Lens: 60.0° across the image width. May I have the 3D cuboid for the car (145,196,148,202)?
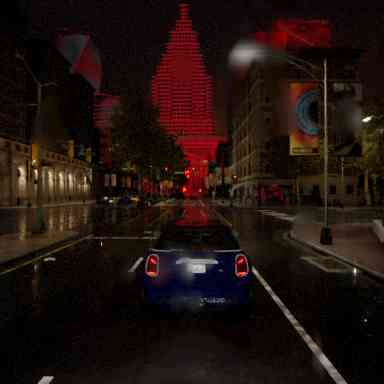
[{"bbox_3d":[-11.232,1.548,75.758,1.994,1.385,4.181,0,0,0],"label":"car"}]

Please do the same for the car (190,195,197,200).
[{"bbox_3d":[0.338,1.534,95.234,2.033,1.411,5.357,0,0,0],"label":"car"}]

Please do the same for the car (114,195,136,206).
[{"bbox_3d":[-11.383,1.522,56.738,1.812,1.442,4.674,0,0,0],"label":"car"}]

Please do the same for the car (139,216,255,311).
[{"bbox_3d":[0.102,1.352,7.902,2.097,1.767,4.553,0,0,0],"label":"car"}]

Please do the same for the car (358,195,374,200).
[{"bbox_3d":[34.687,1.477,68.621,2.231,1.521,4.892,0,0,0],"label":"car"}]

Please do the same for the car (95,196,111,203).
[{"bbox_3d":[-18.012,1.591,67.415,1.895,1.301,4.718,0,0,0],"label":"car"}]

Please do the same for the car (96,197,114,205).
[{"bbox_3d":[-14.873,1.544,57.912,2.033,1.411,5.357,0,0,0],"label":"car"}]

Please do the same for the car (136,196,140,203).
[{"bbox_3d":[-11.296,1.474,65.885,1.882,1.535,5.008,0,0,1],"label":"car"}]

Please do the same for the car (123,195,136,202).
[{"bbox_3d":[-14.723,1.521,78.423,2.128,1.511,4.902,0,0,0],"label":"car"}]

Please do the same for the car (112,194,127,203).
[{"bbox_3d":[-14.760,1.348,68.022,2.097,1.767,4.553,0,0,0],"label":"car"}]
